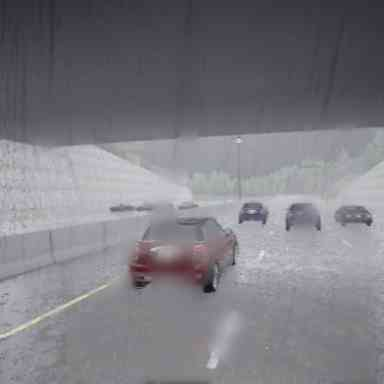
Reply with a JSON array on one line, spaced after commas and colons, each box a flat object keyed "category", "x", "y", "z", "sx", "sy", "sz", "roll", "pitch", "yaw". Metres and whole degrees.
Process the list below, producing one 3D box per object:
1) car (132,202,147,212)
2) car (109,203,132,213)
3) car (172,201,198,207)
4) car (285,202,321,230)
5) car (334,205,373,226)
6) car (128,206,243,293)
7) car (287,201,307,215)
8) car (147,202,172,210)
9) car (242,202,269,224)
[{"category": "car", "x": -6.585, "y": 2.255, "z": 50.151, "sx": 2.033, "sy": 1.411, "sz": 5.357, "roll": -1, "pitch": -1, "yaw": 17}, {"category": "car", "x": -10.413, "y": 2.369, "z": 49.558, "sx": 1.895, "sy": 1.301, "sz": 4.718, "roll": -1, "pitch": -1, "yaw": 17}, {"category": "car", "x": -0.605, "y": 2.026, "z": 45.718, "sx": 1.882, "sy": 1.535, "sz": 5.008, "roll": -1, "pitch": -1, "yaw": 17}, {"category": "car", "x": 7.313, "y": 1.484, "z": 22.168, "sx": 2.097, "sy": 1.767, "sz": 4.553, "roll": -1, "pitch": -1, "yaw": 16}, {"category": "car", "x": 11.446, "y": 1.625, "z": 23.860, "sx": 2.033, "sy": 1.411, "sz": 5.357, "roll": -1, "pitch": -1, "yaw": 16}, {"category": "car", "x": 0.006, "y": 1.464, "z": 9.522, "sx": 2.097, "sy": 1.767, "sz": 4.553, "roll": -1, "pitch": -1, "yaw": 16}, {"category": "car", "x": 11.727, "y": 1.796, "z": 37.448, "sx": 1.994, "sy": 1.385, "sz": 4.181, "roll": -1, "pitch": -1, "yaw": 16}, {"category": "car", "x": -4.066, "y": 2.095, "z": 46.361, "sx": 1.882, "sy": 1.535, "sz": 5.008, "roll": -1, "pitch": -1, "yaw": 17}, {"category": "car", "x": 5.118, "y": 1.581, "z": 27.182, "sx": 2.097, "sy": 1.767, "sz": 4.553, "roll": -1, "pitch": -1, "yaw": 16}]
